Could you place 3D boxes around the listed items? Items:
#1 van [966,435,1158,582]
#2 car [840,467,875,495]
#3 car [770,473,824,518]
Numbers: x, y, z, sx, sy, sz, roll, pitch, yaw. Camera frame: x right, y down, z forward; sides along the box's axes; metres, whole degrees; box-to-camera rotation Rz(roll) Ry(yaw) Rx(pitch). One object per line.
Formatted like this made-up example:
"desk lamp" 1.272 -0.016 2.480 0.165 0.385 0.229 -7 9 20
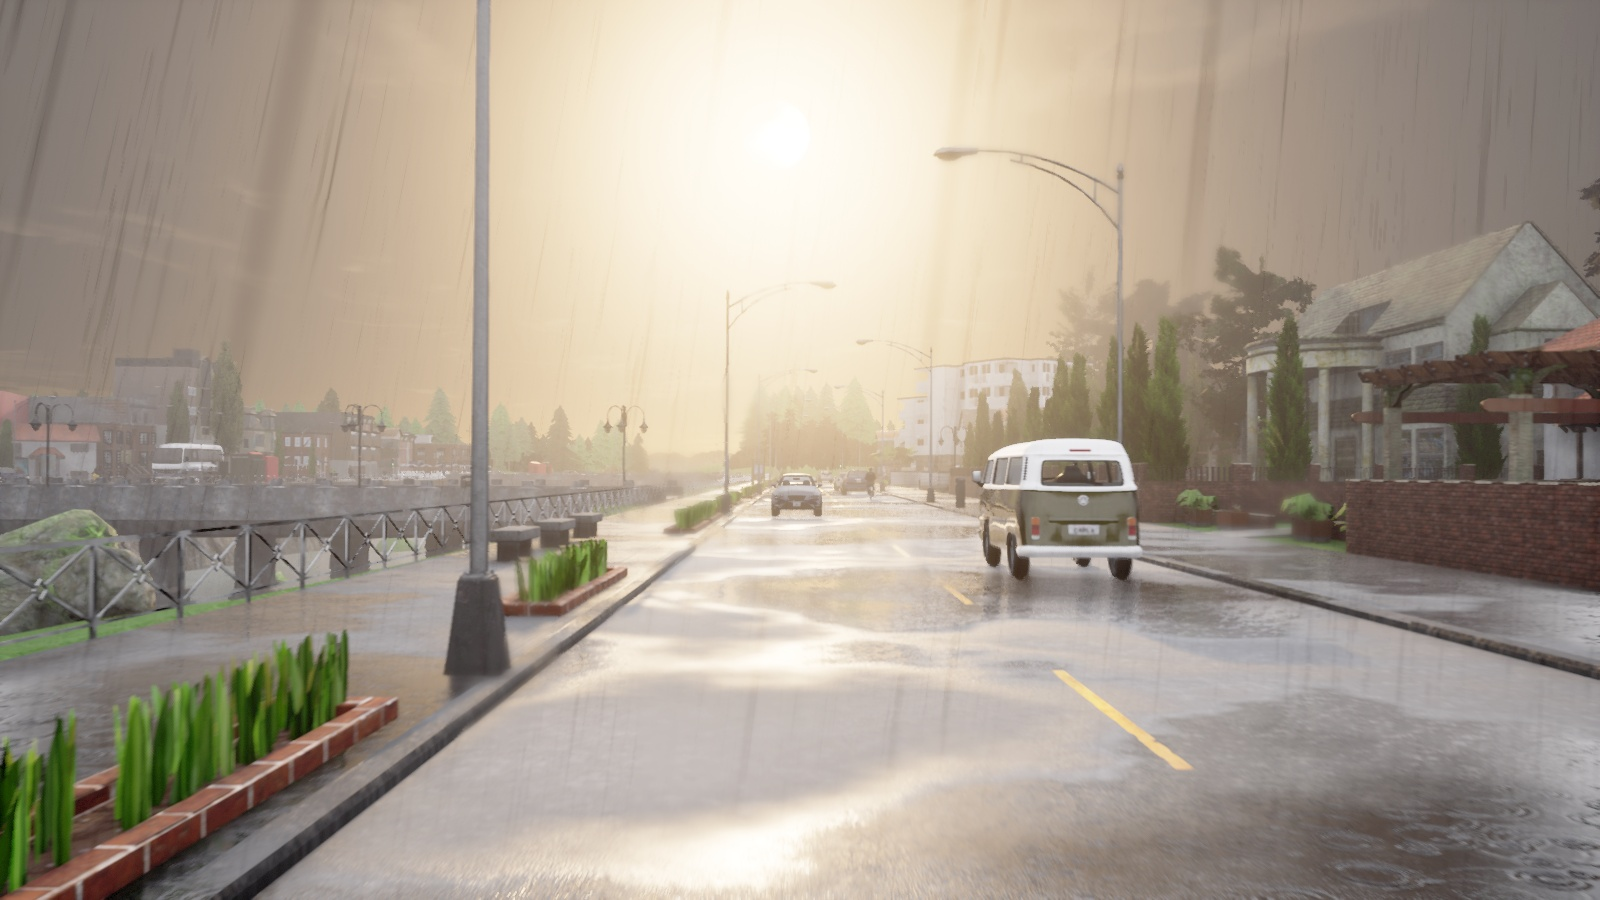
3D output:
"van" 3.953 0.854 19.803 2.069 2.038 4.480 0 -1 0
"car" 3.803 2.060 83.778 2.097 1.767 4.553 0 -1 0
"car" -0.104 1.572 44.392 1.816 1.474 4.193 0 -1 0
